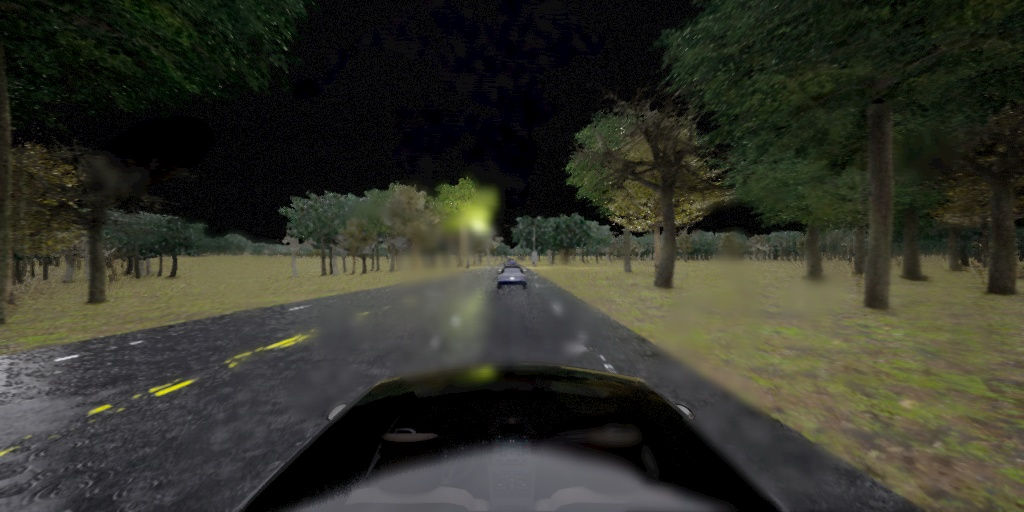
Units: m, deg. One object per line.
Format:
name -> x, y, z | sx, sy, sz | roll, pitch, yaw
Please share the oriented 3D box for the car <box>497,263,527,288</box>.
car -> 0.022, 1.381, 24.579 | 1.994, 1.385, 4.181 | 0, 0, 0
